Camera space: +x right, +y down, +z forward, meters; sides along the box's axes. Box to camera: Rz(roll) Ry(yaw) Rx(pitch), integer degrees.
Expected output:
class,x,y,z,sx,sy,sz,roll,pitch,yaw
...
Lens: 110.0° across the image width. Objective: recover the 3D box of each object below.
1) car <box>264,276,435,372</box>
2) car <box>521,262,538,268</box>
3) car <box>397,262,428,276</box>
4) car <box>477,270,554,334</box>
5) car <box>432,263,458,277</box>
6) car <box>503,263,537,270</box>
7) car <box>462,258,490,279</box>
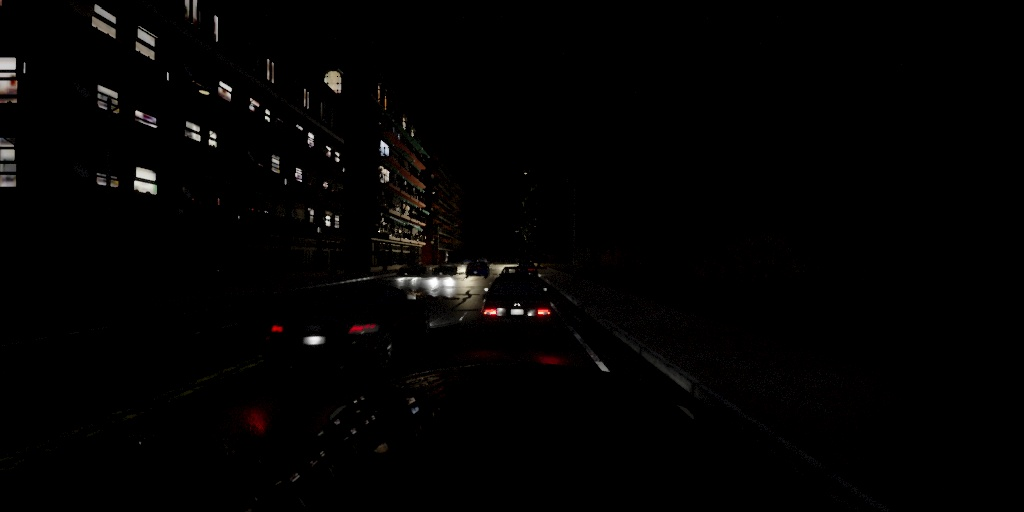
class,x,y,z,sx,sy,sz,roll,pitch,yaw
car,-3.143,1.315,7.709,1.994,1.385,4.181,0,0,0
car,1.174,1.259,30.666,1.837,1.490,4.892,0,0,0
car,-9.805,1.302,35.852,2.033,1.411,5.357,0,0,0
car,0.113,1.299,10.538,2.033,1.411,5.357,0,0,0
car,-6.558,1.355,35.336,1.895,1.301,4.718,0,0,0
car,0.124,1.301,20.899,2.033,1.411,5.357,0,0,0
car,-3.111,1.231,33.103,1.882,1.535,5.008,0,0,0
